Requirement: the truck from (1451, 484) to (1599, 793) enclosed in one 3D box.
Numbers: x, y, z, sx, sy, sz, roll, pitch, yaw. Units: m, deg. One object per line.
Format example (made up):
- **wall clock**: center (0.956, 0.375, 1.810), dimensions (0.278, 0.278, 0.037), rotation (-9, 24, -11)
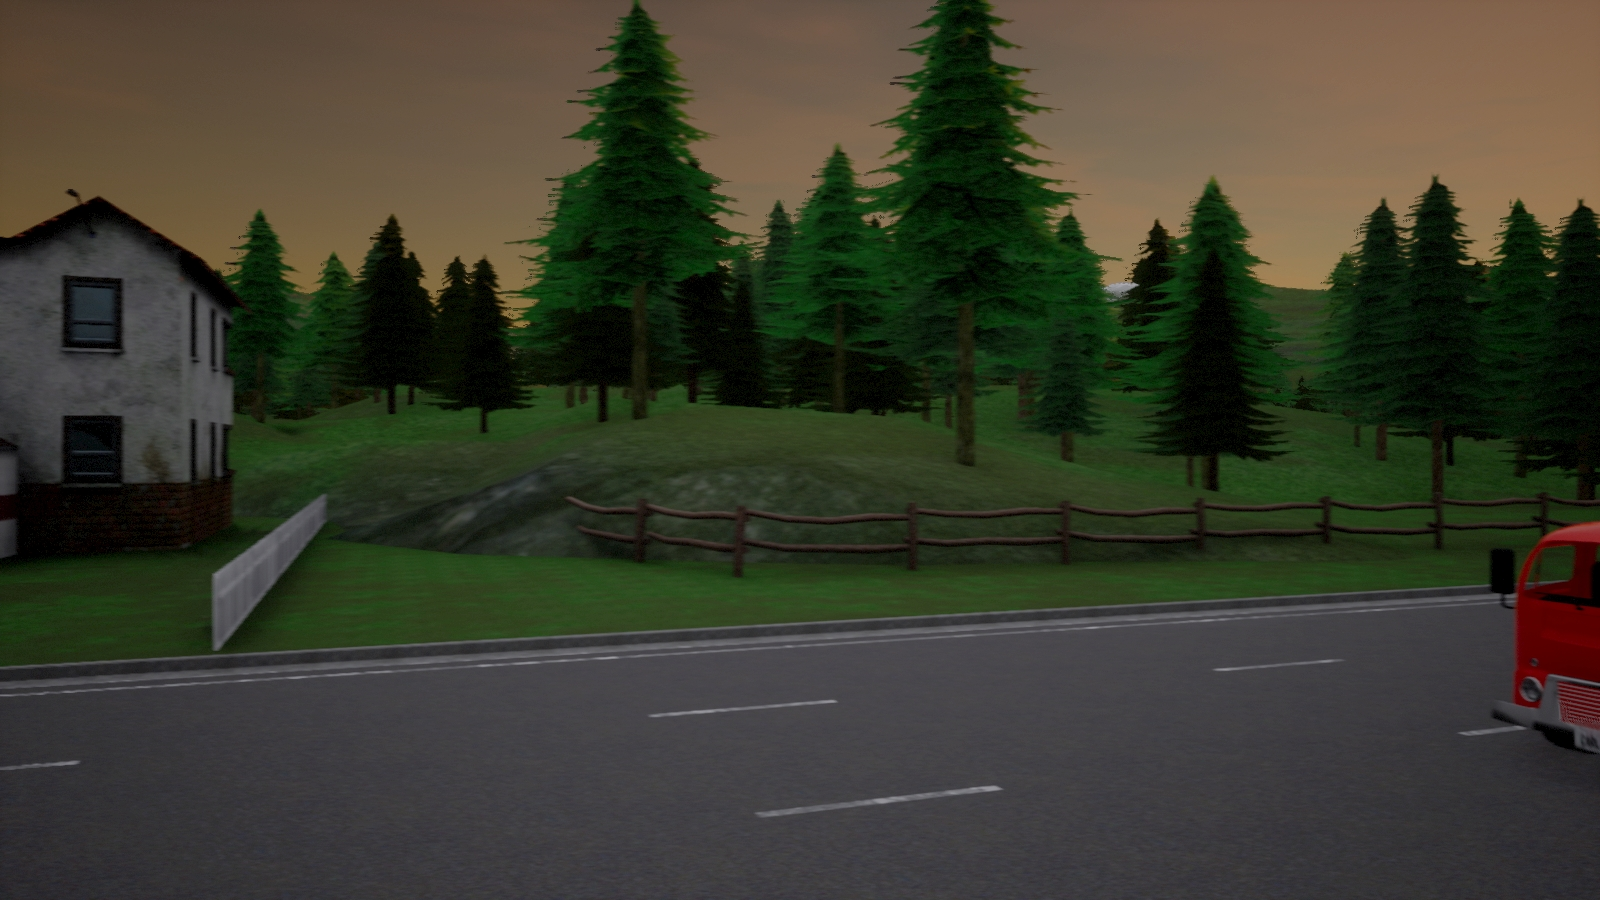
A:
- **truck**: center (8.952, 1.570, 10.280), dimensions (5.204, 2.467, 2.627), rotation (0, 0, -20)
